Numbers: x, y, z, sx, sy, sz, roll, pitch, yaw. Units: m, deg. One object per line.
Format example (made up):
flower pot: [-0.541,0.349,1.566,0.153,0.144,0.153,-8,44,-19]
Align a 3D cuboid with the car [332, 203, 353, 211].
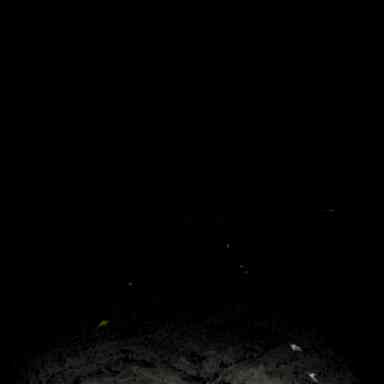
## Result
car: [30.262,2.997,66.805,4.902,1.511,2.128,3,-2,-29]
